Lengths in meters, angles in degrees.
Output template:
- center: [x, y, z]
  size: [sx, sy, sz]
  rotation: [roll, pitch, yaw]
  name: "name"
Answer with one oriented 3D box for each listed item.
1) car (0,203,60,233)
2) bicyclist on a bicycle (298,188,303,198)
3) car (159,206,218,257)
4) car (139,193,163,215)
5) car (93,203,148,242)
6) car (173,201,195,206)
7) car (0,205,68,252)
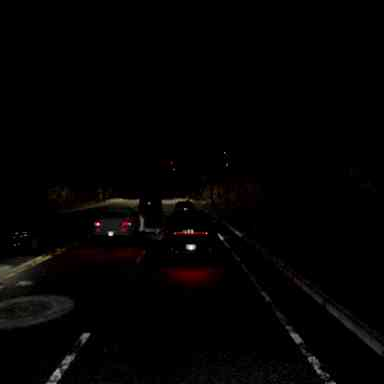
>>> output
- center: [-10.246, 1.498, 20.698]
  size: [2.033, 1.411, 5.357]
  rotation: [0, 0, -2]
  name: "car"
- center: [16.238, 0.151, 49.879]
  size: [0.582, 1.620, 1.656]
  rotation: [-2, 0, -5]
  name: "bicyclist on a bicycle"
- center: [-0.081, 1.466, 12.713]
  size: [1.837, 1.490, 4.892]
  rotation: [0, 0, -1]
  name: "car"
- center: [-4.127, 1.158, 33.569]
  size: [2.150, 2.045, 5.566]
  rotation: [0, 0, -3]
  name: "car"
- center: [-3.409, 1.482, 16.013]
  size: [1.812, 1.442, 4.674]
  rotation: [0, 0, -1]
  name: "car"
- center: [-0.705, 1.485, 30.441]
  size: [2.033, 1.411, 5.357]
  rotation: [0, 0, -3]
  name: "car"
- center: [-6.803, 1.439, 13.932]
  size: [1.882, 1.535, 5.008]
  rotation: [0, 0, -1]
  name: "car"
